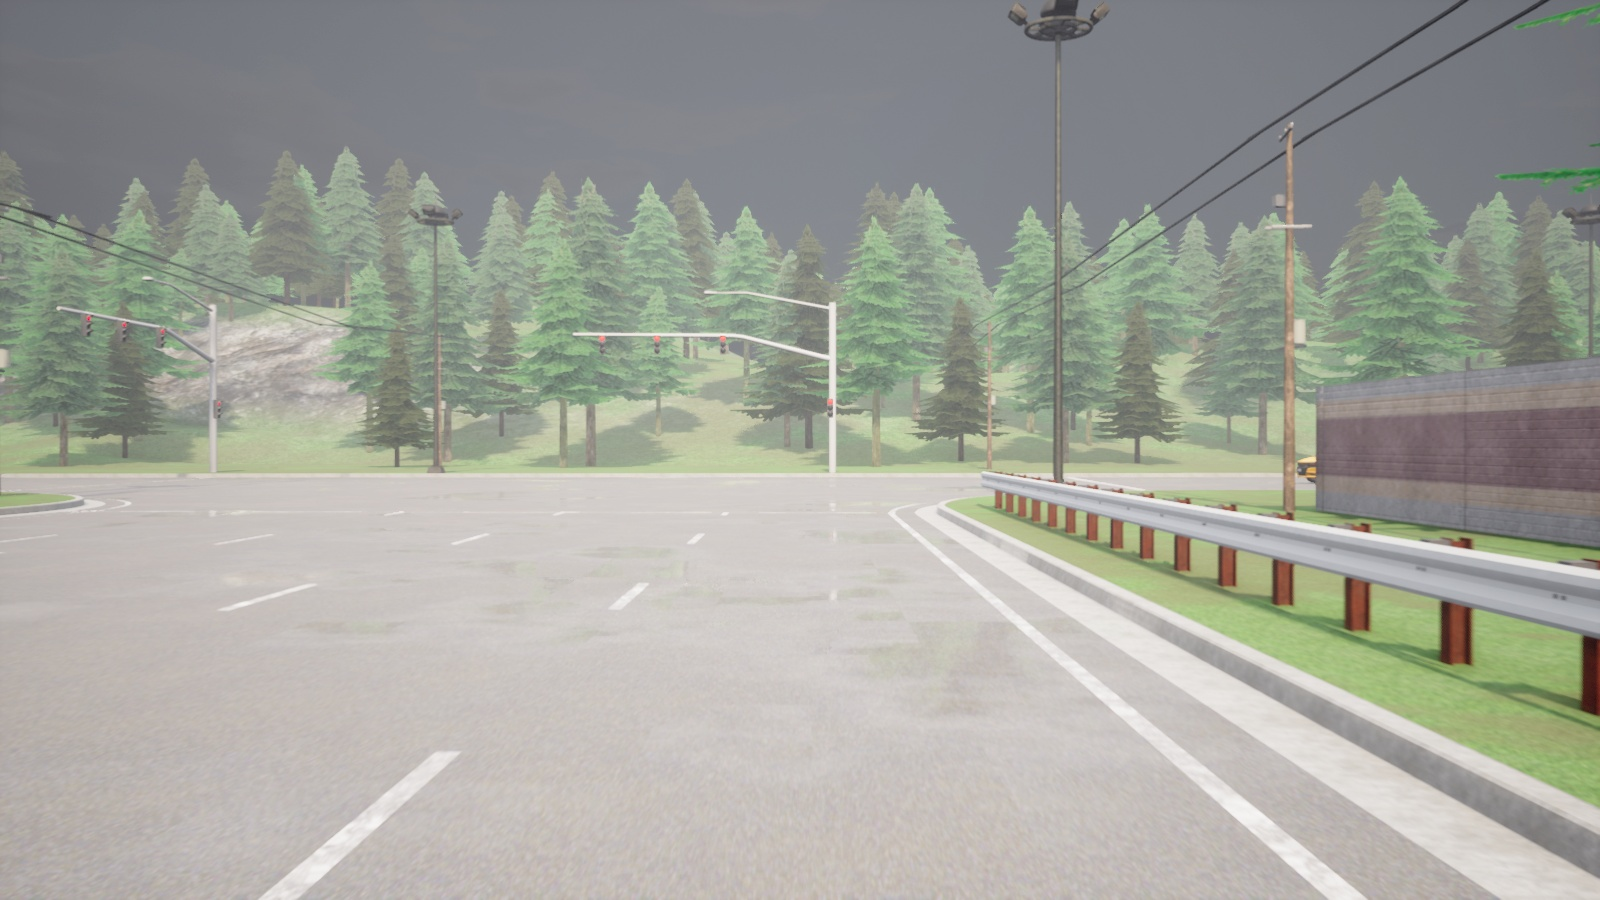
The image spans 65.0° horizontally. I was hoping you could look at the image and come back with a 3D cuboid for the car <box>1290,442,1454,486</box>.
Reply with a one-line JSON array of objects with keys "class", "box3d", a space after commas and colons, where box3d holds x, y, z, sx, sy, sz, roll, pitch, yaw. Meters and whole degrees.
[{"class": "car", "box3d": [20.495, 0.488, 45.140, 5.008, 1.535, 1.882, 0, 0, 1]}]
